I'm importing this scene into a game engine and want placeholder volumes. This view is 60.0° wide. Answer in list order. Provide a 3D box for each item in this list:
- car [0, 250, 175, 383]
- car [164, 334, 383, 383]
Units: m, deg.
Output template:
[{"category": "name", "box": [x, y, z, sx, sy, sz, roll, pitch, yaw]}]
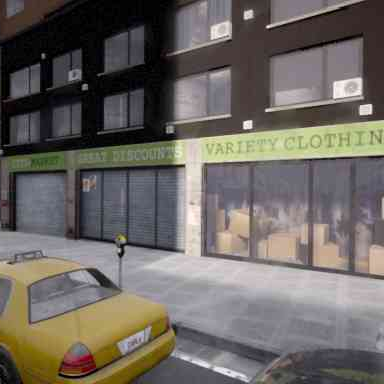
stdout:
[{"category": "car", "box": [-2.499, 1.524, 4.796, 4.829, 1.417, 1.752, 0, 1, 35]}, {"category": "car", "box": [2.239, 1.551, 1.527, 4.403, 1.369, 2.008, 0, 1, 35]}]
